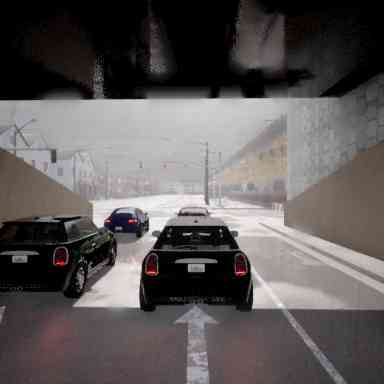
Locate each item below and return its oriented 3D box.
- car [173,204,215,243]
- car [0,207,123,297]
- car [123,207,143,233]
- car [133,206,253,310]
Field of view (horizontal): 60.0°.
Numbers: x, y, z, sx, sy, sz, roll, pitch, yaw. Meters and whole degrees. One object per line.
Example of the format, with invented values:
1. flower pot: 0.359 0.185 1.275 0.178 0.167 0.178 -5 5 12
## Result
1. car: 0.089 1.478 17.223 1.882 1.535 5.008 0 0 0
2. car: -3.414 1.352 8.718 2.097 1.767 4.553 0 0 0
3. car: -3.411 1.526 17.769 1.812 1.442 4.674 0 0 0
4. car: 0.080 1.352 7.955 2.097 1.767 4.553 0 0 0
